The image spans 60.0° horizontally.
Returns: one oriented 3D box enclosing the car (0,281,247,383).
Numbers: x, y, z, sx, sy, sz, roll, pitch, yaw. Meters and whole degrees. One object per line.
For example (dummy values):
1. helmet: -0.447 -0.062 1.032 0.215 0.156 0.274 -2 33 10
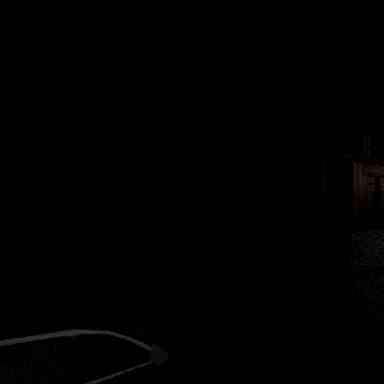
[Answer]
1. car: -1.811 1.490 2.080 4.902 1.511 2.128 0 0 -35
